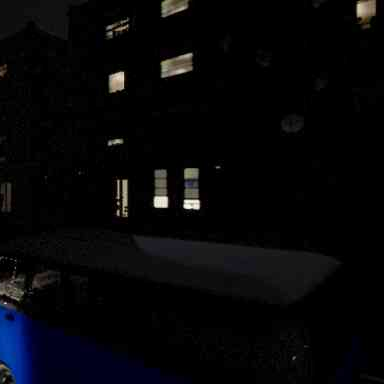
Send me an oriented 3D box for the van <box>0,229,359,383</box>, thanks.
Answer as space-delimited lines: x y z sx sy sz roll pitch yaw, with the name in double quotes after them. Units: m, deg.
-0.533 1.348 3.244 3.998 1.788 1.690 0 0 35 "van"
